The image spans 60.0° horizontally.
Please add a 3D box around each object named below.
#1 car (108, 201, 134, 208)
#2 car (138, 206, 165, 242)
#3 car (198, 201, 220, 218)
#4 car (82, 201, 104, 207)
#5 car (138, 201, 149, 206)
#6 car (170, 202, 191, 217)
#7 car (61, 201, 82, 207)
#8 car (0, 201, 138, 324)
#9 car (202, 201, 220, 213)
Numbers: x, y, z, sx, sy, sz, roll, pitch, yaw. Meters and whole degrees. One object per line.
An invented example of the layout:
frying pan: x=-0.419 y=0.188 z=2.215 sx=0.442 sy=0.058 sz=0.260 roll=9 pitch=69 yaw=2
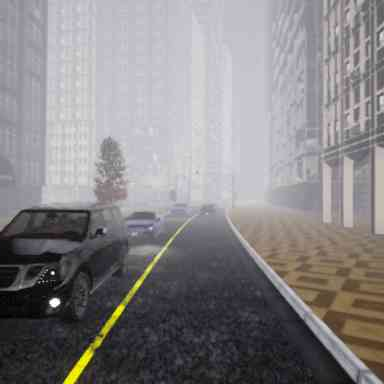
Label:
car: x=-13.669 y=2.431 z=64.125 sx=4.403 sy=1.369 sz=2.008 roll=-1 pitch=0 yaw=15
car: x=-2.561 y=1.717 z=17.845 sx=1.812 sy=1.442 sz=4.674 roll=0 pitch=-1 yaw=3
car: x=1.699 y=1.911 z=34.672 sx=1.837 sy=1.490 sz=4.892 roll=0 pitch=-1 yaw=5
car: x=-22.342 y=2.745 z=75.149 sx=4.313 sy=1.339 sz=1.947 roll=-1 pitch=0 yaw=15
car: x=-11.482 y=2.569 z=72.214 sx=4.403 sy=1.369 sz=2.008 roll=-1 pitch=0 yaw=15
car: x=-1.246 y=1.900 z=36.951 sx=1.882 sy=1.535 sz=5.008 roll=0 pitch=-1 yaw=5
car: x=-27.771 y=2.826 z=76.616 sx=4.313 sy=1.339 sz=1.947 roll=-1 pitch=0 yaw=15
car: x=-2.948 y=1.294 z=7.688 sx=2.150 sy=2.045 sz=5.566 roll=0 pitch=-1 yaw=2
car: x=2.670 y=2.019 z=45.442 sx=2.128 sy=1.511 sz=4.902 roll=0 pitch=-1 yaw=6
